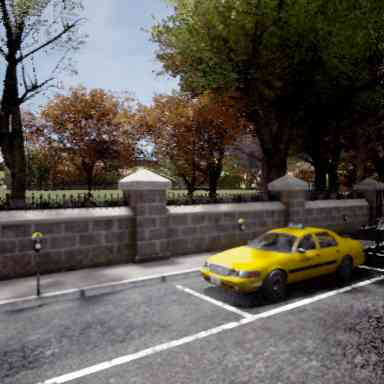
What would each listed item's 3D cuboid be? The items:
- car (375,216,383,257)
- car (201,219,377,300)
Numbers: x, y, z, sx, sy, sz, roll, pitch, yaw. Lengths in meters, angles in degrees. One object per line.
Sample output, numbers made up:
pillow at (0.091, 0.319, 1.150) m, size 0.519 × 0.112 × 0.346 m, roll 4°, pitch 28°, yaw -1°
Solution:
car at (7.172, 1.496, 11.675) m, size 4.403 × 1.369 × 2.008 m, roll 0°, pitch 0°, yaw -35°
car at (2.449, 1.496, 8.307) m, size 4.829 × 1.417 × 1.752 m, roll 0°, pitch 0°, yaw -35°
